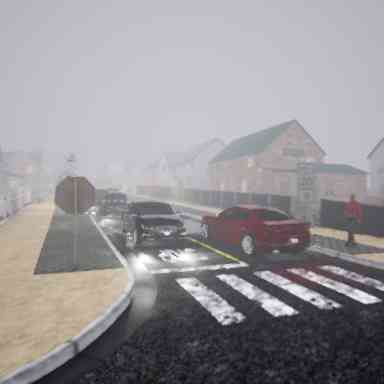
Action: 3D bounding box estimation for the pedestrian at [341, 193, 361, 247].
[{"bbox_3d":[5.419,0.941,11.232,0.375,1.860,0.375,3,-2,-21],"label":"pedestrian"}]

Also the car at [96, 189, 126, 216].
[{"bbox_3d":[-5.330,0.794,23.115,1.837,1.490,4.892,1,2,-21],"label":"car"}]

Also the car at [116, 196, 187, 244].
[{"bbox_3d":[-1.706,1.105,13.634,1.837,1.490,4.892,1,1,-21],"label":"car"}]

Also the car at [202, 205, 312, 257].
[{"bbox_3d":[2.029,1.191,11.936,1.882,1.535,5.008,0,2,-23],"label":"car"}]

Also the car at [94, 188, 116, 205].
[{"bbox_3d":[-8.943,0.486,32.584,1.837,1.490,4.892,1,1,-21],"label":"car"}]
